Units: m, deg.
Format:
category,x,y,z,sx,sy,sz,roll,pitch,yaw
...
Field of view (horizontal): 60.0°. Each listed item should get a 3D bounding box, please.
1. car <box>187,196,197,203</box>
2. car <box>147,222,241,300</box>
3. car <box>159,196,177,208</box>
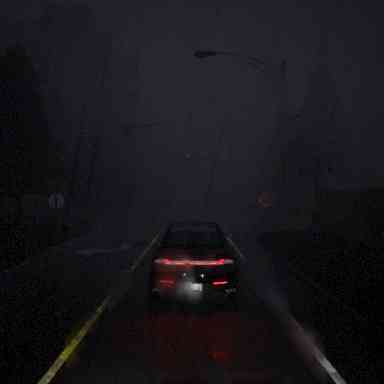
category,x,y,z,sx,sy,sz,roll,pitch,yaw
car,0.011,1.490,69.592,2.128,1.511,4.902,0,0,0
car,0.055,1.491,8.361,2.128,1.511,4.902,0,0,0
car,-3.584,1.546,47.364,2.033,1.411,5.357,0,0,0
